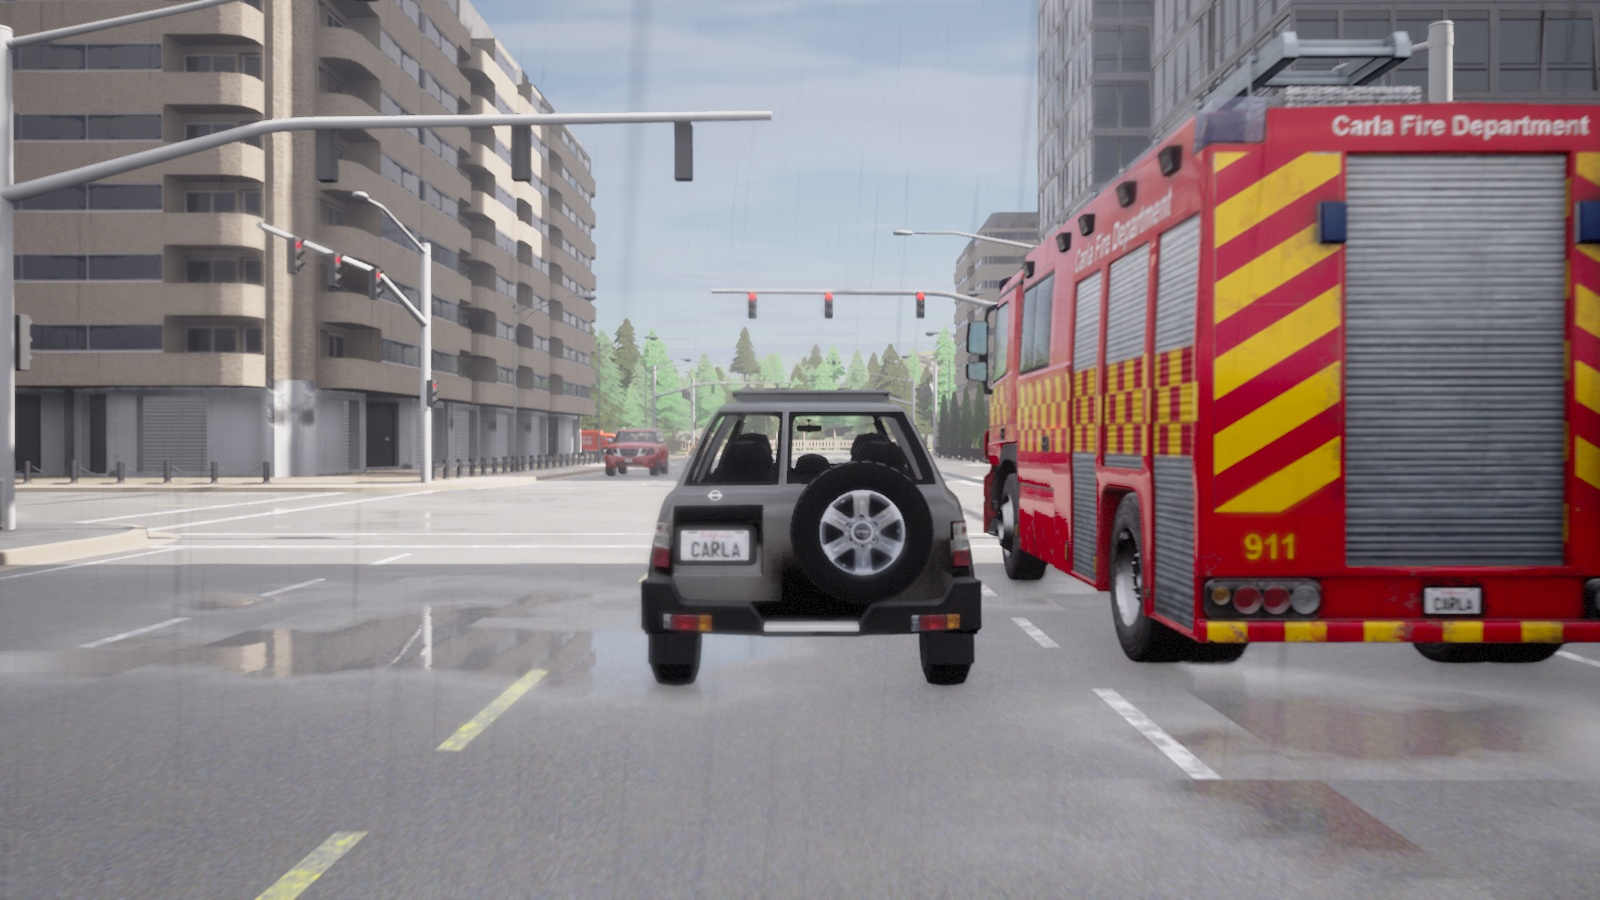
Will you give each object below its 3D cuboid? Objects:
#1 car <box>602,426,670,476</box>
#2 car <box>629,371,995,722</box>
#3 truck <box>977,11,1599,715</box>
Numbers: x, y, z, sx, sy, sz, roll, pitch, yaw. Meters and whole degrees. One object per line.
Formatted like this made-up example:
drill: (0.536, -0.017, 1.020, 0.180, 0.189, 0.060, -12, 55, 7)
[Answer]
car: (-6.991, 0.025, 54.174, 2.150, 2.045, 5.566, 0, 0, 1)
car: (0.067, 0.491, 8.936, 1.932, 1.855, 4.605, 0, 0, 0)
truck: (3.579, -0.505, 11.074, 2.891, 3.827, 8.468, 0, 0, 0)
